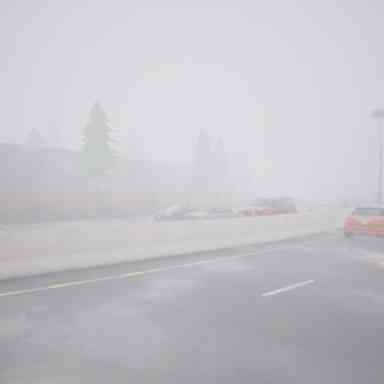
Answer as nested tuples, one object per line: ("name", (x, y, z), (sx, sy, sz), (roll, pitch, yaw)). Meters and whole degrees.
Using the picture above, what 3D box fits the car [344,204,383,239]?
("car", (9.697, 1.491, 17.306), (2.097, 1.767, 4.553), (0, 0, 45))

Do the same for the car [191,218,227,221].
("car", (1.521, 1.732, 24.121), (1.895, 1.301, 4.718), (0, 0, 44))

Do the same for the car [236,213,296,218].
("car", (5.301, 1.367, 23.019), (2.150, 2.045, 5.566), (0, 0, 43))
